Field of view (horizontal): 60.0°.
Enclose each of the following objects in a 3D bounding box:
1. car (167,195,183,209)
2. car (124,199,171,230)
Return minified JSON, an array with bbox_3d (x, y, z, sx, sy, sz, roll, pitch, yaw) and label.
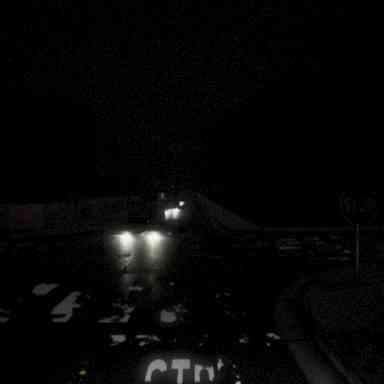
[{"bbox_3d":[-2.699,1.448,44.781,2.128,1.511,4.902,0,0,0],"label":"car"},{"bbox_3d":[-2.838,1.506,21.341,1.882,1.535,5.008,0,1,5],"label":"car"}]
